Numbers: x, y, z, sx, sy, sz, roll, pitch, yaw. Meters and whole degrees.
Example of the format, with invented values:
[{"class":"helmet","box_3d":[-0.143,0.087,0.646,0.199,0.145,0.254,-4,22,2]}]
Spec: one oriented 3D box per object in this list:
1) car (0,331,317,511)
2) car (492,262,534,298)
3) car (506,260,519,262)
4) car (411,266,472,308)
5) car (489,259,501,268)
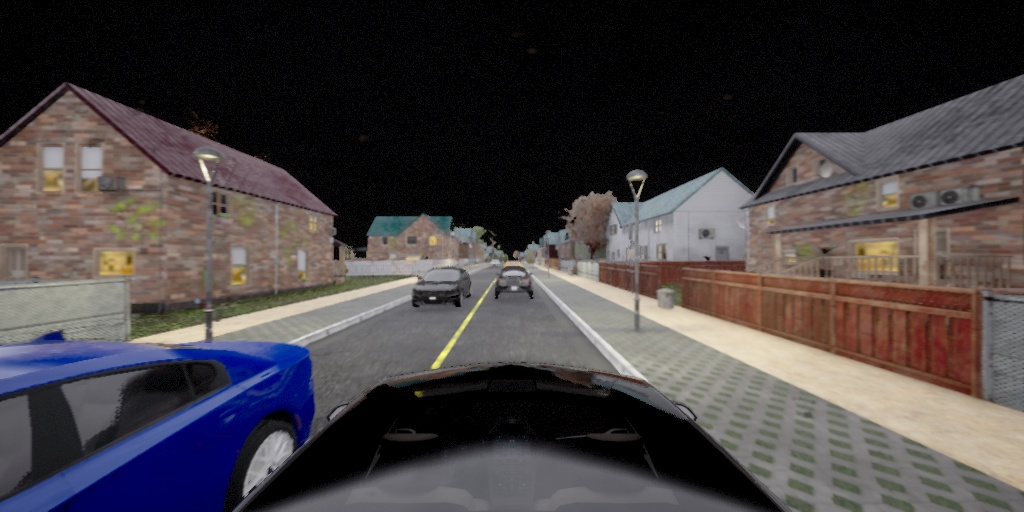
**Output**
[{"class":"car","box_3d":[-2.803,1.229,1.339,1.882,1.535,5.008,0,0,0]},{"class":"car","box_3d":[0.097,1.246,18.201,1.812,1.442,4.674,0,0,0]},{"class":"car","box_3d":[0.096,1.189,36.588,1.882,1.535,5.008,0,0,0]},{"class":"car","box_3d":[-2.851,1.203,15.386,1.882,1.535,5.008,0,1,0]},{"class":"car","box_3d":[-2.761,1.280,59.909,1.812,1.442,4.674,0,0,0]}]
